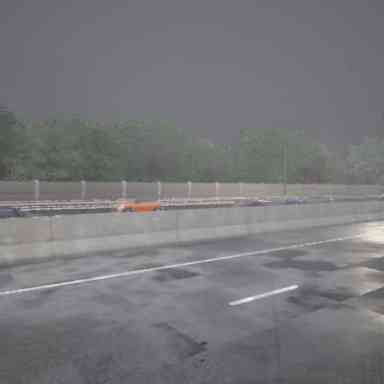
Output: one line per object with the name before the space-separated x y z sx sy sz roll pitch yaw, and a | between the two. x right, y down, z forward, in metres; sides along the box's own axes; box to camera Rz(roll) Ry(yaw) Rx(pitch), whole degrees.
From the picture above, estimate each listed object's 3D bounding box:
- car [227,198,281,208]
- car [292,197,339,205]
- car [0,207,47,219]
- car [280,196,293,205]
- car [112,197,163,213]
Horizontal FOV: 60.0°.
car | 3.859 1.381 23.982 4.892 1.490 1.837 0 0 -36
car | 13.425 1.325 35.098 5.357 1.411 2.033 0 0 -35
car | -10.615 1.534 17.918 5.357 1.411 2.033 -1 0 -36
car | 12.073 1.287 42.714 4.674 1.442 1.812 0 0 -36
car | -5.005 1.252 30.543 4.553 1.767 2.097 -1 0 -36
